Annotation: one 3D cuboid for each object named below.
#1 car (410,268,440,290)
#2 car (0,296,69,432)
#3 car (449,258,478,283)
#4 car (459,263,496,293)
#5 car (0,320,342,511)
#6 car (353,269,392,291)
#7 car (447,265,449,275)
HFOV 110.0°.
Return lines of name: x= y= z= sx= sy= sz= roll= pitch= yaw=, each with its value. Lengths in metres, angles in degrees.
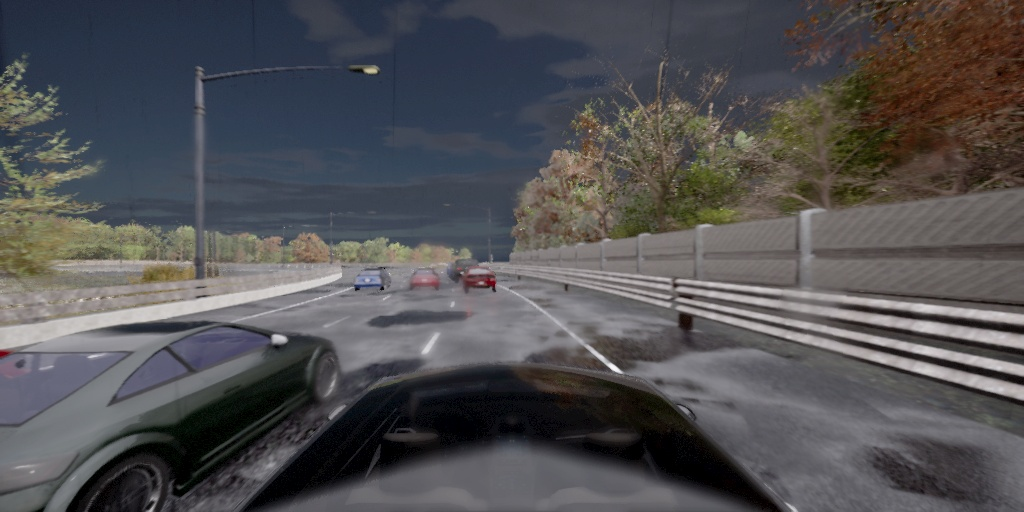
car: x=-6.103 y=1.556 z=25.289 sx=1.994 sy=1.385 sz=4.181 roll=0 pitch=0 yaw=-12
car: x=-7.005 y=1.302 z=2.404 sx=1.882 sy=1.535 sz=5.008 roll=0 pitch=0 yaw=0
car: x=-4.099 y=1.244 z=31.774 sx=2.150 sy=2.045 sz=5.566 roll=0 pitch=0 yaw=-14
car: x=-2.181 y=1.413 z=22.907 sx=1.882 sy=1.535 sz=5.008 roll=0 pitch=0 yaw=-10
car: x=-3.560 y=1.365 z=3.785 sx=1.994 sy=1.385 sz=4.181 roll=-1 pitch=0 yaw=-1
car: x=-9.426 y=1.567 z=24.515 sx=2.033 sy=1.411 sz=5.357 roll=0 pitch=0 yaw=-12
car: x=-5.742 y=1.568 z=38.446 sx=1.882 sy=1.535 sz=5.008 roll=0 pitch=0 yaw=-13
